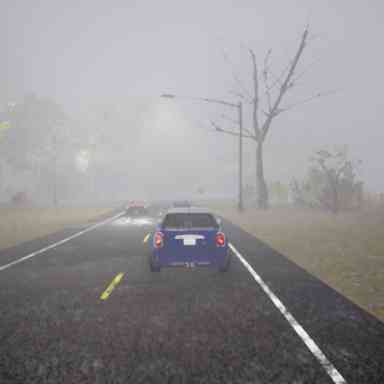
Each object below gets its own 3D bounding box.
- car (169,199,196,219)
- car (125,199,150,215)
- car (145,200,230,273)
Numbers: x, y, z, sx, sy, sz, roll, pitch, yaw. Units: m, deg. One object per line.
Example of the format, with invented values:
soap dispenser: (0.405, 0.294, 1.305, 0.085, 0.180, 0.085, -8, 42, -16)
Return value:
car: (-0.839, 1.295, 26.807, 1.994, 1.385, 4.181, 0, 1, -3)
car: (-4.692, 1.310, 29.357, 1.895, 1.301, 4.718, 0, 1, -4)
car: (-0.103, 1.247, 10.459, 2.097, 1.767, 4.553, 0, 1, -1)
